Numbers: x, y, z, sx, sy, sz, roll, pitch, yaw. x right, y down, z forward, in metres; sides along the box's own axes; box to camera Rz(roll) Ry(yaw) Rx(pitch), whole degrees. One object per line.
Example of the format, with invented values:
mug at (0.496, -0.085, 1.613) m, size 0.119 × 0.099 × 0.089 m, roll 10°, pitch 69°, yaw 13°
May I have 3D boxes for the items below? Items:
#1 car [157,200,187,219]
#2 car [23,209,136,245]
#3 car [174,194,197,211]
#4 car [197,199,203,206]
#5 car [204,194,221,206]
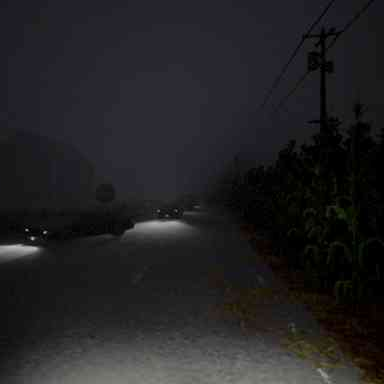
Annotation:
car at (-1.847, 1.624, 29.108) m, size 1.895 × 1.301 × 4.718 m, roll 0°, pitch 0°, yaw 4°
car at (-5.147, 1.560, 16.119) m, size 2.033 × 1.411 × 5.357 m, roll 0°, pitch 0°, yaw 35°
car at (-0.940, 1.252, 40.931) m, size 2.150 × 2.045 × 5.566 m, roll 0°, pitch 0°, yaw 5°
car at (0.146, 1.591, 54.627) m, size 2.033 × 1.411 × 5.357 m, roll 0°, pitch 0°, yaw 5°
car at (3.591, 1.266, 55.741) m, size 2.150 × 2.045 × 5.566 m, roll 0°, pitch 0°, yaw 5°
